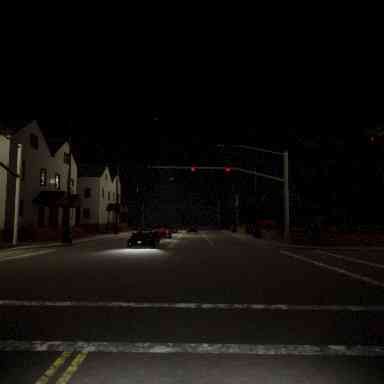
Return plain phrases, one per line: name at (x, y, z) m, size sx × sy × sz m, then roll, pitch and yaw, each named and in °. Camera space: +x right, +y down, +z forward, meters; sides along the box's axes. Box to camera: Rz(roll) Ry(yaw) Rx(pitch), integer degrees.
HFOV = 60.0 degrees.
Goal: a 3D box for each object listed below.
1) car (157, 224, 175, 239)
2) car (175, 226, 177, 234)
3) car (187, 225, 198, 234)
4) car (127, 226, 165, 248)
car at (-3.522, 4.597, 39.292) m, size 2.097 × 1.767 × 4.553 m, roll 0°, pitch -5°, yaw 0°
car at (-3.486, 6.141, 54.791) m, size 1.837 × 1.490 × 4.892 m, roll 0°, pitch -5°, yaw 0°
car at (0.107, 6.475, 57.881) m, size 2.033 × 1.411 × 5.357 m, roll 0°, pitch -5°, yaw 0°
car at (-3.684, 3.634, 26.150) m, size 1.994 × 1.385 × 4.181 m, roll 0°, pitch -5°, yaw 4°
